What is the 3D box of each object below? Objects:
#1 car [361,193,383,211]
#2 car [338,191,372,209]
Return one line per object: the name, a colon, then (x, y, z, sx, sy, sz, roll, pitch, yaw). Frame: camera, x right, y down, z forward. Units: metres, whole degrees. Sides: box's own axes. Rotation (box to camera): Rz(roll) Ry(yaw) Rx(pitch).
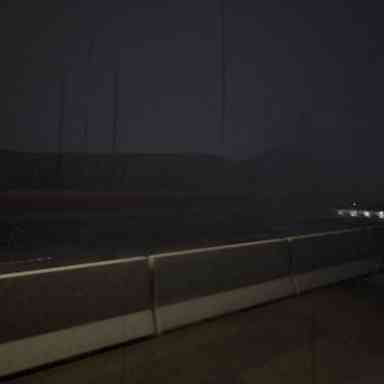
car: (20.916, 1.216, 36.279, 5.008, 1.535, 1.882, -1, 0, -38)
car: (19.789, 0.954, 39.811, 5.566, 2.045, 2.150, 0, 0, -38)
